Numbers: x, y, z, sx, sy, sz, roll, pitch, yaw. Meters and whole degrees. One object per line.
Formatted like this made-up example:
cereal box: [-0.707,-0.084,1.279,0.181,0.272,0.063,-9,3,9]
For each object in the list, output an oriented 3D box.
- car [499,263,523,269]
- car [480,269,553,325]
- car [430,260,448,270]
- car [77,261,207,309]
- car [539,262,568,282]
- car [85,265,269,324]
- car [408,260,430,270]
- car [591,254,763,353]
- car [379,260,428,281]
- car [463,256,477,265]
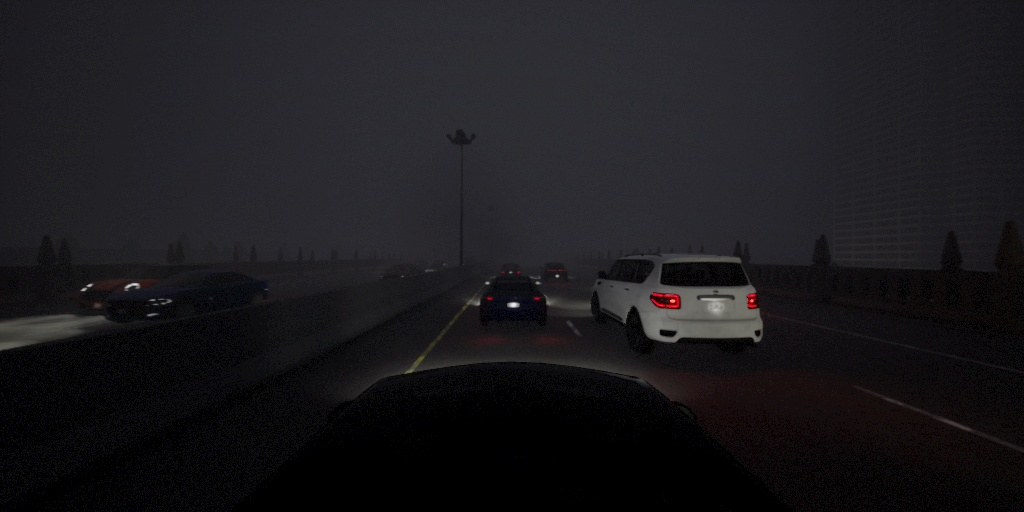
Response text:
car: [-0.102,1.299,29.567,2.033,1.411,5.357,0,0,0]
car: [0.029,1.314,11.841,1.994,1.385,4.181,0,0,0]
car: [-10.942,1.308,54.405,2.033,1.411,5.357,0,0,0]
car: [-14.185,1.114,14.499,2.097,1.767,4.553,0,0,0]
car: [3.398,1.253,29.451,1.837,1.490,4.892,0,0,0]
car: [-10.669,1.237,12.299,1.882,1.535,5.008,0,0,0]
car: [-14.465,1.311,56.046,2.033,1.411,5.357,0,0,0]
car: [3.551,0.969,8.947,2.150,2.045,5.566,0,0,0]
car: [-7.257,1.234,23.924,1.882,1.535,5.008,0,0,0]
car: [-7.496,1.030,64.600,2.150,2.045,5.566,0,0,0]
